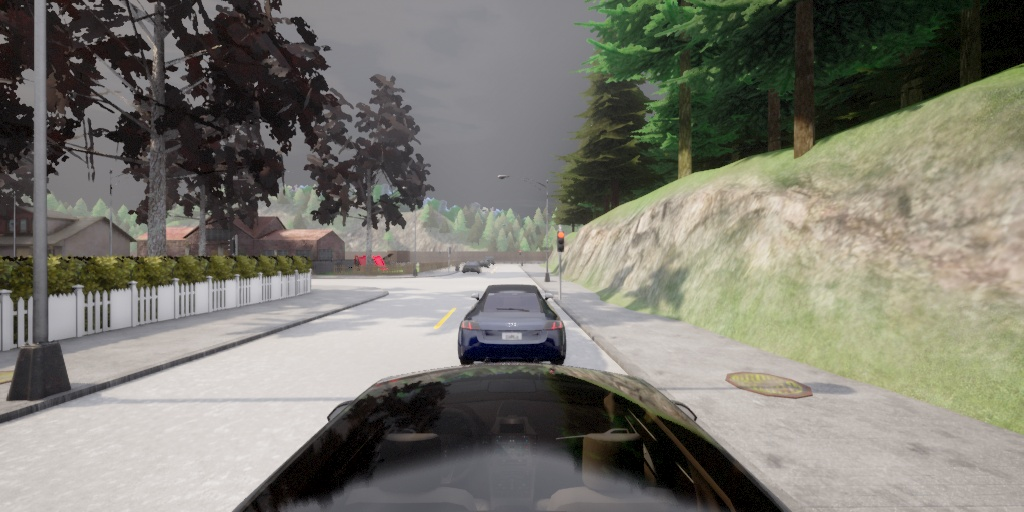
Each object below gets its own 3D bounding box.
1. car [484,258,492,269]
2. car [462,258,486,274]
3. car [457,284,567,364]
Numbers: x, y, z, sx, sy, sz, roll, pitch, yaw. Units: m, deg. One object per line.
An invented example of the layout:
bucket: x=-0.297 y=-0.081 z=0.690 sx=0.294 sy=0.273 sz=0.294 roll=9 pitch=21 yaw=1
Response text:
car: x=-4.593 y=1.350 z=56.731 sx=1.895 sy=1.301 sz=4.718 roll=0 pitch=0 yaw=0
car: x=-4.454 y=1.297 z=40.421 sx=2.033 sy=1.411 sz=5.357 roll=0 pitch=0 yaw=0
car: x=0.004 y=1.314 z=8.014 sx=1.994 sy=1.385 sz=4.181 roll=0 pitch=0 yaw=0
